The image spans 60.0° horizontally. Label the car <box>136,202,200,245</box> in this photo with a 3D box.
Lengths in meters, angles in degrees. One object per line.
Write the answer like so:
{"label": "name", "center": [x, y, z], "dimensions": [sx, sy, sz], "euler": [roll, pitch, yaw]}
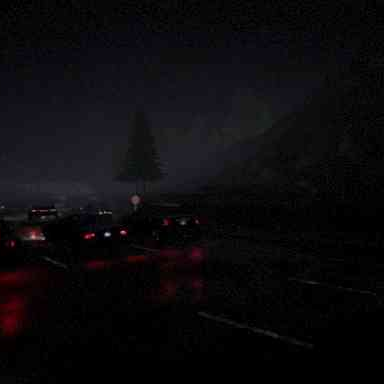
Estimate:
{"label": "car", "center": [-1.690, 1.292, 15.464], "dimensions": [2.097, 1.767, 4.553], "euler": [0, 0, -39]}

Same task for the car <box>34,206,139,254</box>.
{"label": "car", "center": [-4.448, 1.492, 13.305], "dimensions": [2.033, 1.411, 5.357], "euler": [0, 0, -39]}

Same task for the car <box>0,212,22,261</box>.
{"label": "car", "center": [-7.203, 1.553, 11.145], "dimensions": [1.895, 1.301, 4.718], "euler": [0, 0, -39]}

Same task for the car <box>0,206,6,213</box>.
{"label": "car", "center": [-13.567, 1.379, 21.901], "dimensions": [1.882, 1.535, 5.008], "euler": [0, 0, -23]}

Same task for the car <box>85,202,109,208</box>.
{"label": "car", "center": [-7.109, 1.445, 24.600], "dimensions": [2.033, 1.411, 5.357], "euler": [0, 0, -23]}

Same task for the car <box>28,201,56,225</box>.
{"label": "car", "center": [-10.338, 1.385, 23.252], "dimensions": [2.128, 1.511, 4.902], "euler": [0, 0, -23]}
